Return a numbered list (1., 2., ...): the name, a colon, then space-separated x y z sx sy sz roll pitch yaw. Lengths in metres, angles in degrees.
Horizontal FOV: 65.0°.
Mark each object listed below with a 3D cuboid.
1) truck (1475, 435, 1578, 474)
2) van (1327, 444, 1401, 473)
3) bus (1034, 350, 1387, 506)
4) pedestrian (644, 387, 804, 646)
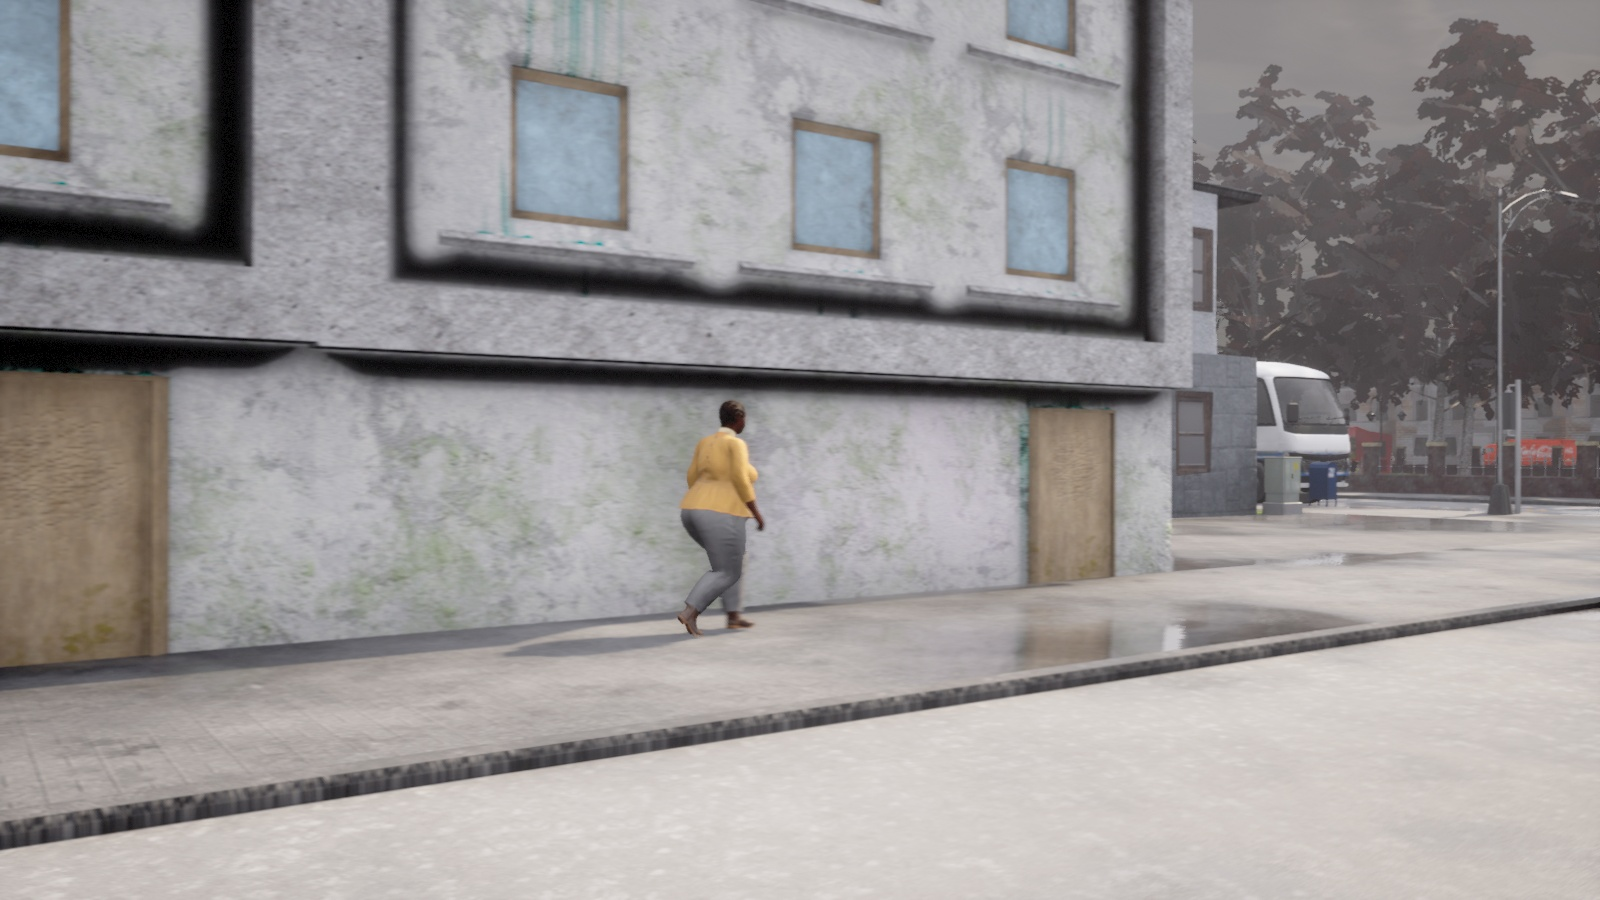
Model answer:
1. truck: 47.526 0.315 82.245 2.627 2.467 5.204 0 0 -35
2. van: 39.152 0.587 87.247 1.775 1.987 4.442 0 0 -35
3. bus: 12.442 -0.578 39.460 3.944 4.253 10.273 0 0 -34
4. pedestrian: -0.588 0.477 9.623 0.900 1.855 0.874 0 0 -35
